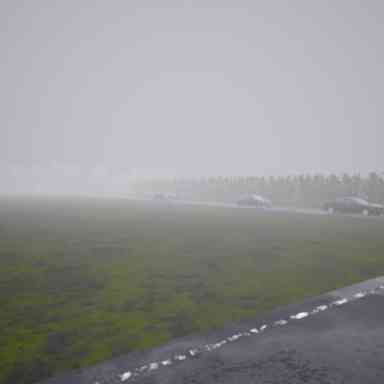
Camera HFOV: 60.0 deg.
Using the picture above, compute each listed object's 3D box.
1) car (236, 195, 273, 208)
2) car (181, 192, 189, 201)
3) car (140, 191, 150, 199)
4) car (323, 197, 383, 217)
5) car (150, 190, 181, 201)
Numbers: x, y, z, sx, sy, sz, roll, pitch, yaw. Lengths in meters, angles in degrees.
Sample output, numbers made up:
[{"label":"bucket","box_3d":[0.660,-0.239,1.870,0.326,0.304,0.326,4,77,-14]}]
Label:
[{"label":"car","box_3d":[7.044,1.048,37.788,1.812,1.442,4.674,1,1,-36]},{"label":"car","box_3d":[-2.483,0.683,56.038,2.128,1.511,4.902,1,1,-35]},{"label":"car","box_3d":[-8.509,0.578,64.349,1.994,1.385,4.181,1,1,-36]},{"label":"car","box_3d":[13.713,1.203,28.421,1.882,1.535,5.008,1,1,-34]},{"label":"car","box_3d":[-4.375,0.531,53.789,2.097,1.767,4.553,1,1,-35]}]
